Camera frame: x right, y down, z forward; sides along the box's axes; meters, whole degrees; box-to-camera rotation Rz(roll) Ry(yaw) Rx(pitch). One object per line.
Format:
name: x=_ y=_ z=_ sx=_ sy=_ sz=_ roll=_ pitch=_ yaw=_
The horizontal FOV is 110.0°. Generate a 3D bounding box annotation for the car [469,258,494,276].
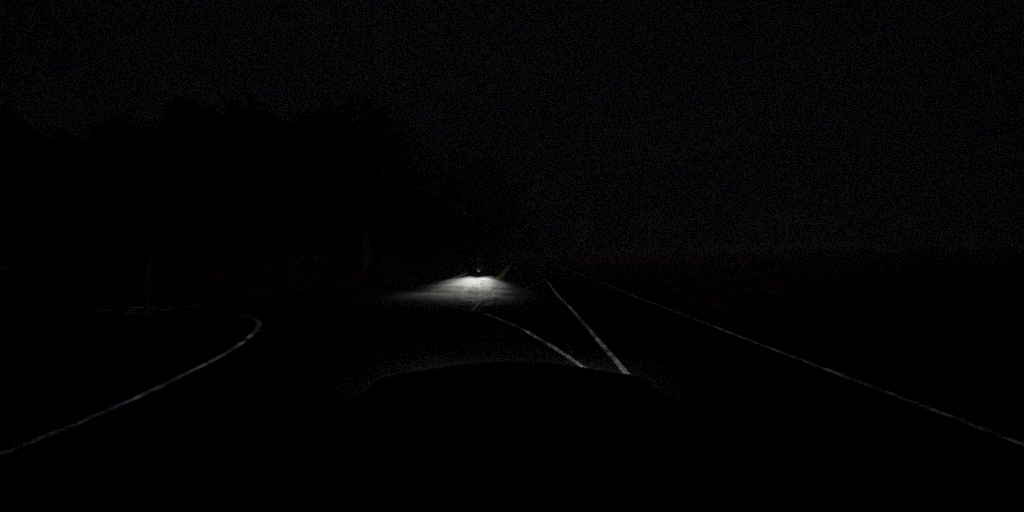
car: x=-2.625 y=0.912 z=31.432 sx=2.128 sy=1.511 sz=4.902 roll=0 pitch=1 yaw=2
